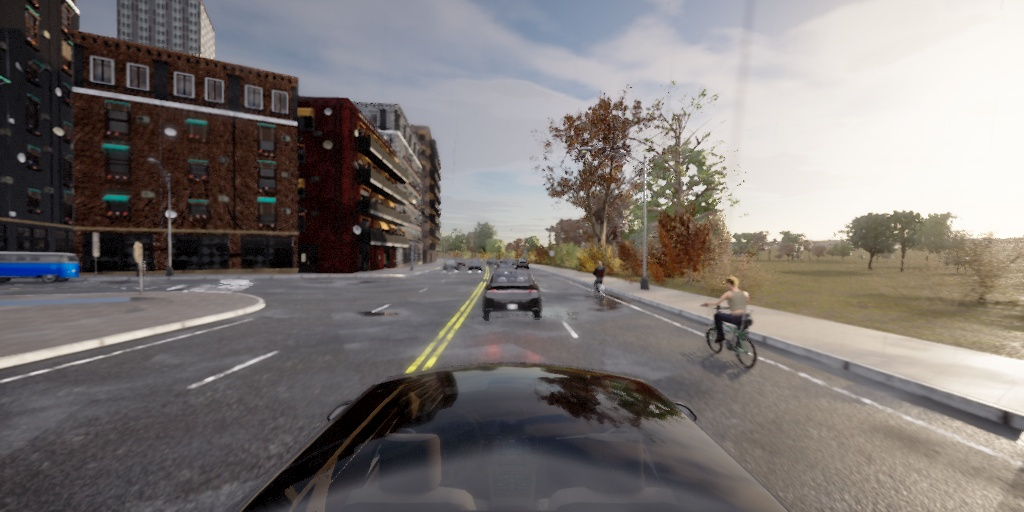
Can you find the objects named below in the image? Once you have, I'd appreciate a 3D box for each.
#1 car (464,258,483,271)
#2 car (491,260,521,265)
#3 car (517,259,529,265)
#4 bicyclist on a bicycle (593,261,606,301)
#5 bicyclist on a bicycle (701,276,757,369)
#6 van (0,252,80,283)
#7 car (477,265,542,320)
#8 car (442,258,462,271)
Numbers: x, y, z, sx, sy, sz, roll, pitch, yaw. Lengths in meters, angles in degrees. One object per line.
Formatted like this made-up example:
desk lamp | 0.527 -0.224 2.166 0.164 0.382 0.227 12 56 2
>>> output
car | -5.012 1.277 49.024 2.033 1.411 5.357 0 0 -4
car | -0.561 1.302 30.623 1.994 1.385 4.181 0 0 -2
car | 1.367 1.222 53.118 1.837 1.490 4.892 0 0 -4
bicyclist on a bicycle | 3.953 1.112 16.408 0.659 1.776 1.843 0 0 -1
bicyclist on a bicycle | 4.134 1.182 6.822 0.866 1.612 1.509 0 0 -1
van | -27.982 0.654 20.635 3.998 1.789 1.690 0 0 -30
car | -0.019 1.237 12.675 2.128 1.511 4.902 0 0 -1
car | -8.253 1.258 48.674 1.812 1.442 4.674 0 0 -4
